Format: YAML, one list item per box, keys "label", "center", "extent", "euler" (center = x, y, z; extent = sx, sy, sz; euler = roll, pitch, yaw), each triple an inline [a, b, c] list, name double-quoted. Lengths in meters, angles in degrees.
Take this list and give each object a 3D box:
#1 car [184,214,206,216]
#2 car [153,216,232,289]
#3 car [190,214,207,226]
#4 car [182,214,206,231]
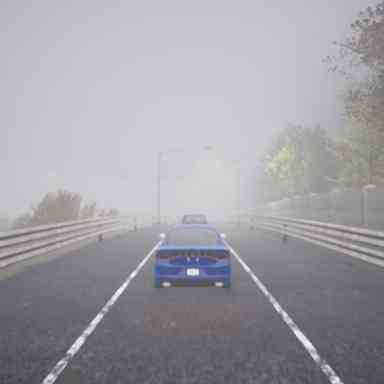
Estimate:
- label: "car"
  center: [0.151, 2.031, 19.084]
  extent: [2.128, 1.511, 4.902]
  euler: [0, -3, 0]
- label: "car"
  center: [0.024, 1.668, 9.724]
  extent: [1.882, 1.535, 5.008]
  euler: [0, -2, 0]
- label: "car"
  center: [0.893, 3.756, 45.363]
  extent: [2.128, 1.511, 4.902]
  euler: [0, -4, 3]
- label: "car"
  center: [0.229, 2.733, 30.501]
  extent: [2.033, 1.411, 5.357]
  euler: [0, -4, 1]
